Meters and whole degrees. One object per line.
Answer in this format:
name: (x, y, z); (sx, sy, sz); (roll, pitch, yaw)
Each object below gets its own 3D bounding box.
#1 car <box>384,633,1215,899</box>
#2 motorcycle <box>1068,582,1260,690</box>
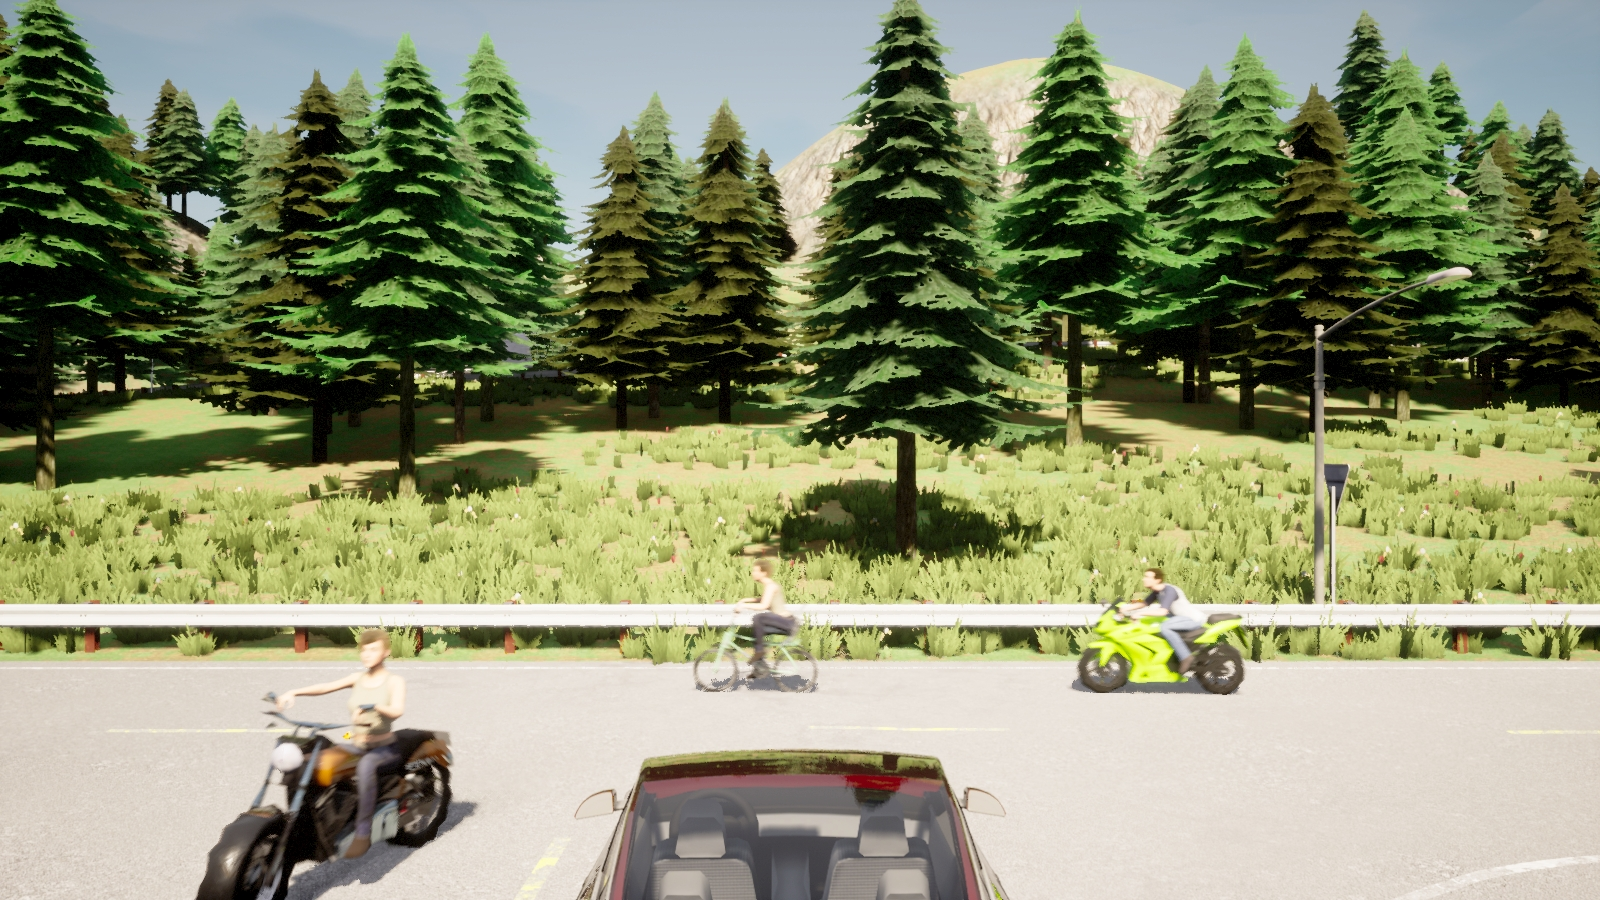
car: (-0.036, 1.936, 5.167); (2.163, 1.488, 4.792); (0, -1, -1)
motorcycle: (4.316, 2.202, 13.641); (2.033, 1.145, 0.803); (1, 0, 0)
